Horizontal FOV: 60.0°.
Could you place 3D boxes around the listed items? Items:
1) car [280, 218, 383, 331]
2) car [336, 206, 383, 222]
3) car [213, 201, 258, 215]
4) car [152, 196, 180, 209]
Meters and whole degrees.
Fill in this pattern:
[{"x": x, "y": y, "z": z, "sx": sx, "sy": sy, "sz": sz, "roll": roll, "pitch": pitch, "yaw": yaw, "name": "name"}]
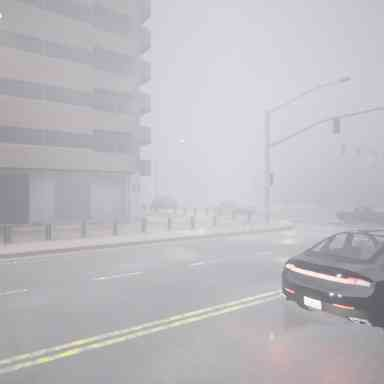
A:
[{"x": 3.848, "y": 1.492, "z": 6.486, "sx": 4.902, "sy": 1.511, "sz": 2.128, "roll": 0, "pitch": 0, "yaw": -35, "name": "car"}, {"x": 12.051, "y": 1.575, "z": 21.648, "sx": 1.895, "sy": 1.301, "sz": 4.718, "roll": 0, "pitch": 0, "yaw": -36, "name": "car"}, {"x": 4.172, "y": 1.545, "z": 32.594, "sx": 1.895, "sy": 1.301, "sz": 4.718, "roll": 0, "pitch": 0, "yaw": -35, "name": "car"}, {"x": -3.457, "y": 1.295, "z": 43.546, "sx": 2.097, "sy": 1.767, "sz": 4.553, "roll": 0, "pitch": 0, "yaw": -34, "name": "car"}]
